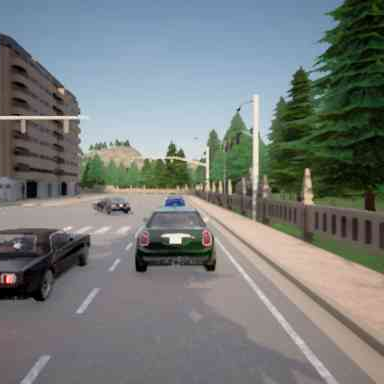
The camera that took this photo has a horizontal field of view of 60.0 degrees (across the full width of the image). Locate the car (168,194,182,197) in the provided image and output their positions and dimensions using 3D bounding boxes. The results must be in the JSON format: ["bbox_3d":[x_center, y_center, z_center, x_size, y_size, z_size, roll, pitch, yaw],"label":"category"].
[{"bbox_3d":[-1.708,0.964,33.893,1.882,1.535,5.008,0,1,-3],"label":"car"}]

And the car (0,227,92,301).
[{"bbox_3d":[-3.825,1.487,7.910,1.895,1.301,4.718,0,1,-3],"label":"car"}]

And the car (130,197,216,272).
[{"bbox_3d":[-0.489,1.192,10.387,2.097,1.767,4.553,0,1,-2],"label":"car"}]

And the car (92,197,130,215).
[{"bbox_3d":[-7.087,1.137,28.954,2.033,1.411,5.357,-1,1,-33],"label":"car"}]
